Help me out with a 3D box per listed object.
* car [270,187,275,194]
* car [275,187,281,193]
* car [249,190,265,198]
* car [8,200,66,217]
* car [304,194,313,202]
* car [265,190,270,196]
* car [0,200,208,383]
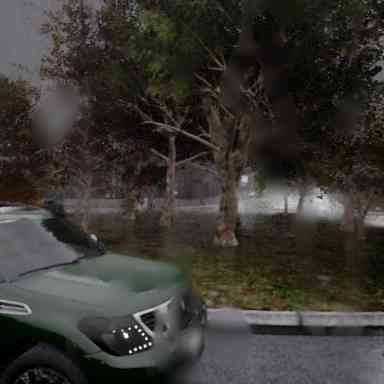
[{"bbox_3d":[19.124,-0.058,85.292,1.946,1.575,5.366,0,3,26],"label":"car"},{"bbox_3d":[21.649,-0.611,90.500,2.435,2.045,5.566,0,3,26],"label":"car"},{"bbox_3d":[14.309,0.525,75.365,1.946,1.575,5.366,0,3,26],"label":"car"},{"bbox_3d":[-14.763,1.522,32.075,1.837,1.490,4.892,0,-1,30],"label":"car"},{"bbox_3d":[21.786,0.788,63.024,2.150,2.045,5.566,0,3,22],"label":"car"},{"bbox_3d":[16.721,0.232,80.325,1.946,1.575,5.366,0,3,26],"label":"car"},{"bbox_3d":[-2.612,1.195,4.279,5.566,2.045,2.150,0,0,17],"label":"car"}]
